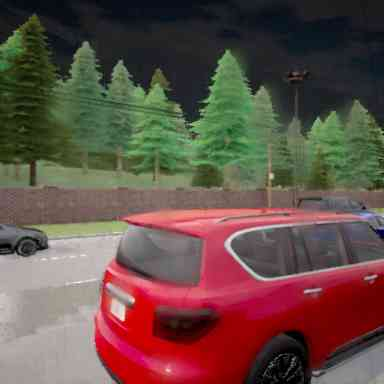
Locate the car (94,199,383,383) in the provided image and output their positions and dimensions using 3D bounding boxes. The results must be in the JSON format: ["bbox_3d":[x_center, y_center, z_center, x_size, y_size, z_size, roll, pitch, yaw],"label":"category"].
[{"bbox_3d":[1.464,1.238,4.792,5.566,2.045,2.150,0,0,-36],"label":"car"}]

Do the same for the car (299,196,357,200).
[{"bbox_3d":[7.773,1.285,17.891,5.566,2.045,2.150,0,0,-36],"label":"car"}]

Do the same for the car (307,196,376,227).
[{"bbox_3d":[11.114,1.310,24.575,5.566,2.045,2.150,0,0,-36],"label":"car"}]

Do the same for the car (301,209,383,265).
[{"bbox_3d":[6.510,1.525,12.689,5.008,1.535,1.882,0,0,-36],"label":"car"}]

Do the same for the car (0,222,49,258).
[{"bbox_3d":[-7.233,1.567,11.484,4.181,1.385,1.994,0,0,-35],"label":"car"}]
